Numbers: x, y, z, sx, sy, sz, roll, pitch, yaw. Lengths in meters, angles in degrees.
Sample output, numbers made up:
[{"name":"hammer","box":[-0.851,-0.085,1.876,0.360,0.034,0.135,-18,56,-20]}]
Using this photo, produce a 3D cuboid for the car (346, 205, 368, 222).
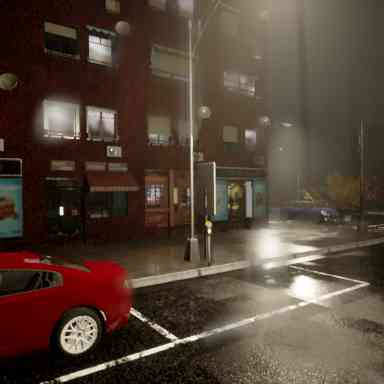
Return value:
[{"name":"car","box":[11.854,1.588,27.566,1.882,1.535,5.008,-1,0,-35]}]

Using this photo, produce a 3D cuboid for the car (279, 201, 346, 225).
[{"name":"car","box":[9.058,1.505,25.880,2.097,1.767,4.553,-1,0,-34]}]

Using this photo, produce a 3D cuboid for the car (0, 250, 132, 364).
[{"name":"car","box":[-3.046,1.545,4.401,4.507,1.381,1.887,0,-1,-35]}]
